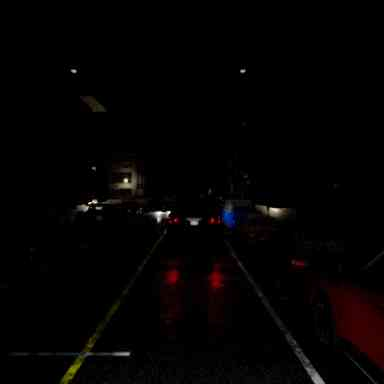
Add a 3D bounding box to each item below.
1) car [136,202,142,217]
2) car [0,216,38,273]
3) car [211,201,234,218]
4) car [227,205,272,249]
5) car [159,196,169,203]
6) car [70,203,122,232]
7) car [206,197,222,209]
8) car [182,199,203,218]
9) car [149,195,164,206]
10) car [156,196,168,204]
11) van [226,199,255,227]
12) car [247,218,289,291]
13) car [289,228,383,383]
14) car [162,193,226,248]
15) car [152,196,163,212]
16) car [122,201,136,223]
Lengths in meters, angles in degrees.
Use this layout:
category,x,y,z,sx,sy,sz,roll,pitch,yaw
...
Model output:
category,x,y,z,sx,sy,sz,roll,pitch,yaw
car,-5.773,1.557,31.049,1.947,1.339,4.313,0,0,0
car,-5.764,1.437,8.643,1.967,1.590,4.097,0,0,0
car,2.752,1.573,31.069,1.802,1.307,4.206,0,0,0
car,2.759,1.520,14.432,1.752,1.417,4.829,0,0,0
car,-5.789,1.514,70.091,1.752,1.417,4.829,0,0,0
car,-5.768,1.434,19.846,1.967,1.590,4.097,0,0,0
car,2.981,1.444,45.690,1.801,1.575,5.366,0,0,0
car,0.081,1.495,31.316,1.837,1.490,4.892,0,0,0
car,-5.782,1.533,53.456,1.887,1.381,4.507,0,0,0
car,-5.787,1.514,64.490,1.752,1.417,4.829,0,0,0
van,2.757,1.334,19.864,1.690,1.788,3.998,0,0,0
car,2.761,1.579,8.661,1.802,1.307,4.206,0,0,0
car,2.764,1.314,3.058,2.192,1.841,5.009,0,0,0
car,0.088,1.217,14.912,2.150,2.045,5.566,0,0,0
car,-3.109,1.553,38.854,1.994,1.385,4.181,0,0,0
car,-5.771,1.574,25.447,1.802,1.307,4.206,0,0,0
